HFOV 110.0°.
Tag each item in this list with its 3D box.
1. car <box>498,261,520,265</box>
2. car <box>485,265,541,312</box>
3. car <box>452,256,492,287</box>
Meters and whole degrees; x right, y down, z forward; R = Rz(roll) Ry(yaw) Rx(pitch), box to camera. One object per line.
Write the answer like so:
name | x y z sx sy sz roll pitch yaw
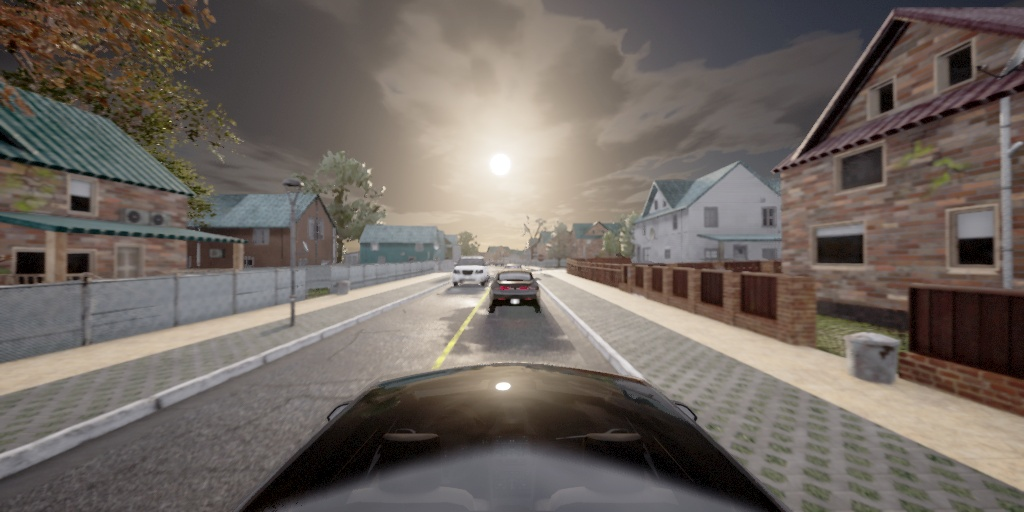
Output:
car | 0.105 1.365 29.471 2.033 1.411 5.357 0 0 0
car | 0.101 1.269 14.263 1.837 1.490 4.892 0 0 0
car | -2.838 1.024 25.588 2.150 2.045 5.566 0 0 0
